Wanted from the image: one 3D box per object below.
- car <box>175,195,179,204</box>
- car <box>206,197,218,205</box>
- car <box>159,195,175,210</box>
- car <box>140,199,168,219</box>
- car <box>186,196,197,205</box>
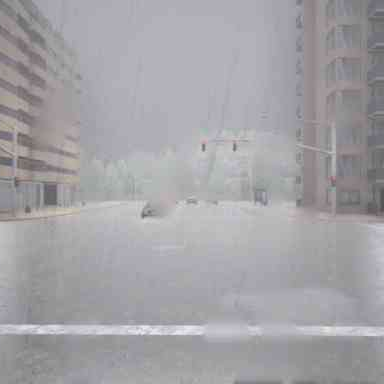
[{"bbox_3d":[-3.532,1.381,60.387,2.097,1.767,4.553,0,0,0],"label":"car"},{"bbox_3d":[3.603,1.547,59.488,2.033,1.411,5.357,0,0,2],"label":"car"},{"bbox_3d":[-3.617,1.478,43.227,1.882,1.535,5.008,0,0,0],"label":"car"},{"bbox_3d":[-3.313,1.564,28.612,1.994,1.385,4.181,0,0,-5],"label":"car"},{"bbox_3d":[-0.031,1.526,60.129,1.812,1.442,4.674,0,0,0],"label":"car"}]
